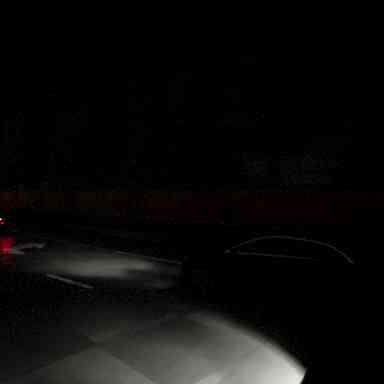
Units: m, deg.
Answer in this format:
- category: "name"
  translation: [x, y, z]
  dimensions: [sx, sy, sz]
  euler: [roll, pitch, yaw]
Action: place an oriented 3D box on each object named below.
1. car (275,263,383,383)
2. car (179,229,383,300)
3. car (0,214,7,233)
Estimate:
- category: "car"
  translation: [2.811, 1.587, 2.068]
  dimensions: [4.181, 1.385, 1.994]
  euler: [0, 0, 35]
- category: "car"
  translation: [1.951, 1.532, 7.000]
  dimensions: [4.902, 1.511, 2.128]
  euler: [0, 0, 36]
- category: "car"
  translation: [-11.987, 1.561, 18.799]
  dimensions: [4.674, 1.442, 1.812]
  euler: [0, 0, 44]
